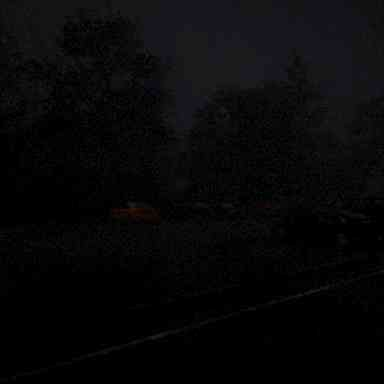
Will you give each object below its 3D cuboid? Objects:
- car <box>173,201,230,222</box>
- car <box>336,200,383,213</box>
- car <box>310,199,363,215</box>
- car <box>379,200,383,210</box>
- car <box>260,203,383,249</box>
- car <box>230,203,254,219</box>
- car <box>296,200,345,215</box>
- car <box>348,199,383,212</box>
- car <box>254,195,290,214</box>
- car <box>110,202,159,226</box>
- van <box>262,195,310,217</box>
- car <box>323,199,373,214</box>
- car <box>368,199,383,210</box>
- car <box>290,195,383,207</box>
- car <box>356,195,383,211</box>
[{"bbox_3d":[0.367,1.485,26.775,2.097,1.535,5.008,0,0,-35],"label":"car"},{"bbox_3d":[20.779,1.729,41.318,2.163,1.488,4.792,1,0,-36],"label":"car"},{"bbox_3d":[16.340,1.643,37.949,1.946,1.575,5.366,1,0,-36],"label":"car"},{"bbox_3d":[29.721,1.856,47.751,2.002,1.452,4.674,1,0,-36],"label":"car"},{"bbox_3d":[5.681,1.475,14.487,2.231,1.521,4.892,0,0,-35],"label":"car"},{"bbox_3d":[2.638,1.541,28.391,2.002,1.452,4.674,0,0,-35],"label":"car"},{"bbox_3d":[13.968,1.659,36.477,2.002,1.452,4.674,1,0,-36],"label":"car"},{"bbox_3d":[23.010,1.756,42.986,2.163,1.488,4.792,1,0,-36],"label":"car"},{"bbox_3d":[7.191,1.416,31.599,2.185,1.767,4.553,1,0,-36],"label":"car"},{"bbox_3d":[-4.161,1.465,23.535,2.097,1.535,5.008,0,0,-35],"label":"car"},{"bbox_3d":[9.368,1.339,33.335,1.878,1.987,4.442,1,0,-36],"label":"van"},{"bbox_3d":[18.501,1.672,39.717,2.097,1.535,5.008,1,0,-36],"label":"car"},{"bbox_3d":[27.559,1.786,46.200,2.097,1.535,5.008,1,0,-36],"label":"car"},{"bbox_3d":[7.943,1.234,16.142,2.435,2.045,5.566,0,0,-35],"label":"car"},{"bbox_3d":[25.309,1.503,44.561,2.435,2.045,5.566,1,0,-36],"label":"car"}]
